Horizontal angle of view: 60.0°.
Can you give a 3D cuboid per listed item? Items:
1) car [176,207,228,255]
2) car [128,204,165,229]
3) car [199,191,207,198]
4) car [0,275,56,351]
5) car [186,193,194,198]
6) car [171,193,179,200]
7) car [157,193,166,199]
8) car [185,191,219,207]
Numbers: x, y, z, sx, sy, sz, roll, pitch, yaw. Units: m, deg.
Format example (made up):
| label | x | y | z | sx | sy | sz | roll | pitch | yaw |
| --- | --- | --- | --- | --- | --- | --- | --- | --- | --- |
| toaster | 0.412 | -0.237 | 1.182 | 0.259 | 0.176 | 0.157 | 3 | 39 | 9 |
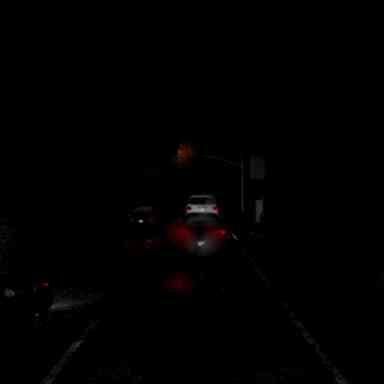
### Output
| label | x | y | z | sx | sy | sz | roll | pitch | yaw |
| --- | --- | --- | --- | --- | --- | --- | --- | --- | --- |
| car | 0.387 | 1.515 | 13.143 | 1.812 | 1.442 | 4.674 | 0 | 0 | 2 |
| car | -2.853 | 1.485 | 21.358 | 1.812 | 1.442 | 4.674 | 0 | 0 | 2 |
| car | 3.077 | 0.776 | 92.350 | 2.097 | 1.767 | 4.553 | 0 | 1 | 2 |
| car | -3.351 | 1.546 | 3.392 | 2.033 | 1.411 | 5.357 | 0 | 0 | 1 |
| car | -0.443 | 0.967 | 91.742 | 2.033 | 1.411 | 5.357 | 0 | 1 | 2 |
| car | -4.230 | 1.061 | 83.498 | 1.882 | 1.535 | 5.008 | 0 | 1 | 2 |
| car | -7.732 | 1.107 | 83.523 | 1.812 | 1.442 | 4.674 | 0 | 1 | 2 |
| car | 0.708 | 1.177 | 23.145 | 2.150 | 2.045 | 5.566 | 0 | 0 | 2 |
